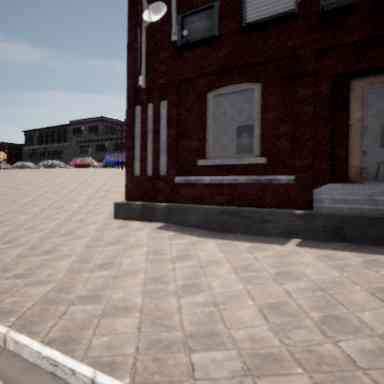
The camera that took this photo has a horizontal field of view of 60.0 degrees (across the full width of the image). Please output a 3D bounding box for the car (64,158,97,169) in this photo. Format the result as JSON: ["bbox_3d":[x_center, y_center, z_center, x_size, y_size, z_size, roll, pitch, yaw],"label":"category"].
[{"bbox_3d":[-12.731,-3.366,40.594,4.553,1.767,2.185,1,1,26],"label":"car"}]

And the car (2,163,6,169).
[{"bbox_3d":[-27.508,-3.535,48.100,4.792,1.488,2.163,1,1,29],"label":"car"}]

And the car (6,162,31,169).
[{"bbox_3d":[-22.644,-3.424,45.494,4.674,1.452,2.002,1,1,28],"label":"car"}]

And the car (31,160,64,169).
[{"bbox_3d":[-17.812,-3.362,43.036,4.892,1.521,2.231,1,1,27],"label":"car"}]

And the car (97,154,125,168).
[{"bbox_3d":[-7.630,-3.347,38.255,5.566,2.045,2.435,2,1,25],"label":"car"}]
